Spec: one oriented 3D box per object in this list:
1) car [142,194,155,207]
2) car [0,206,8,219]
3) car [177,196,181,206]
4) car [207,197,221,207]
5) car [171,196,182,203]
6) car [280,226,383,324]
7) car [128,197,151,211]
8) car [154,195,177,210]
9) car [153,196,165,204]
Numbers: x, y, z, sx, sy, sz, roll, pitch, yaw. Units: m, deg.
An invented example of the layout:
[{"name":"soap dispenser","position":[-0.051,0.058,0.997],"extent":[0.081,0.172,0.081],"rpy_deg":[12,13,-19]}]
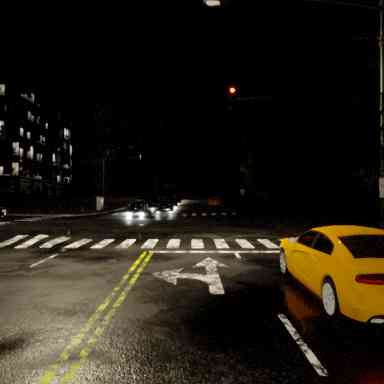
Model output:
[{"name":"car","position":[-6.595,1.256,50.996],"extent":[2.150,2.045,5.566],"rpy_deg":[0,0,0]},{"name":"car","position":[-15.454,1.213,23.022],"extent":[4.902,1.511,2.128],"rpy_deg":[1,-2,-7]},{"name":"car","position":[-3.333,1.527,54.237],"extent":[2.128,1.511,4.902],"rpy_deg":[0,0,0]},{"name":"car","position":[3.353,1.503,50.956],"extent":[1.882,1.535,5.008],"rpy_deg":[-1,0,0]},{"name":"car","position":[-3.245,1.593,69.080],"extent":[2.033,1.411,5.357],"rpy_deg":[0,0,0]},{"name":"car","position":[3.362,1.475,7.351],"extent":[1.882,1.535,5.008],"rpy_deg":[-1,0,0]},{"name":"car","position":[-6.594,1.628,41.118],"extent":[1.895,1.301,4.718],"rpy_deg":[0,0,0]},{"name":"car","position":[-3.345,1.506,42.519],"extent":[1.882,1.535,5.008],"rpy_deg":[0,0,0]},{"name":"car","position":[-6.514,1.522,66.868],"extent":[1.882,1.535,5.008],"rpy_deg":[0,0,0]}]
